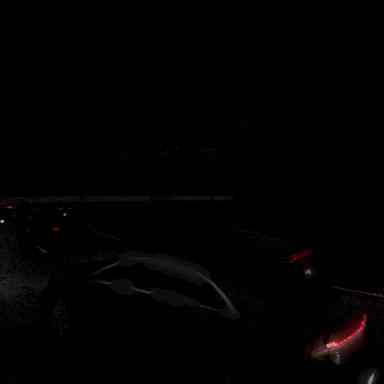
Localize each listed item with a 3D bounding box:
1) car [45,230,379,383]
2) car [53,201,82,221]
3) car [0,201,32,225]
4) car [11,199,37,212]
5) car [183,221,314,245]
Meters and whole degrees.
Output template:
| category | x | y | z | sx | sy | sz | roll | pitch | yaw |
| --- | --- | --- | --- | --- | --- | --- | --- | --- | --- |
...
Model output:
| category | x | y | z | sx | sy | sz | roll | pitch | yaw |
| --- | --- | --- | --- | --- | --- | --- | --- | --- | --- |
| car | -0.214 | 1.495 | 4.612 | 4.902 | 1.511 | 2.128 | 0 | 0 | 40 |
| car | -9.959 | 1.438 | 26.731 | 2.128 | 1.511 | 4.902 | 0 | 0 | -15 |
| car | -12.493 | 1.526 | 22.807 | 1.895 | 1.301 | 4.718 | 0 | 0 | -19 |
| car | -17.926 | 1.457 | 34.708 | 1.994 | 1.385 | 4.181 | 0 | 0 | -3 |
| car | 0.587 | 1.490 | 8.530 | 5.008 | 1.535 | 1.882 | 0 | 0 | 42 |
